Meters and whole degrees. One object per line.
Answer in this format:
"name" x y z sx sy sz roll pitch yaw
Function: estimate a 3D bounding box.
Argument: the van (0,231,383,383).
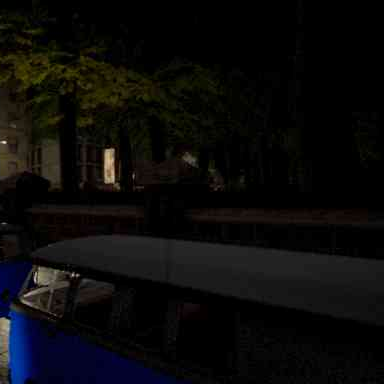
"van" 0.006 1.354 2.849 3.998 1.788 1.690 -1 -1 36

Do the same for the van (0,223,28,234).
"van" -4.591 1.400 6.146 3.998 1.788 1.690 -1 -1 36
